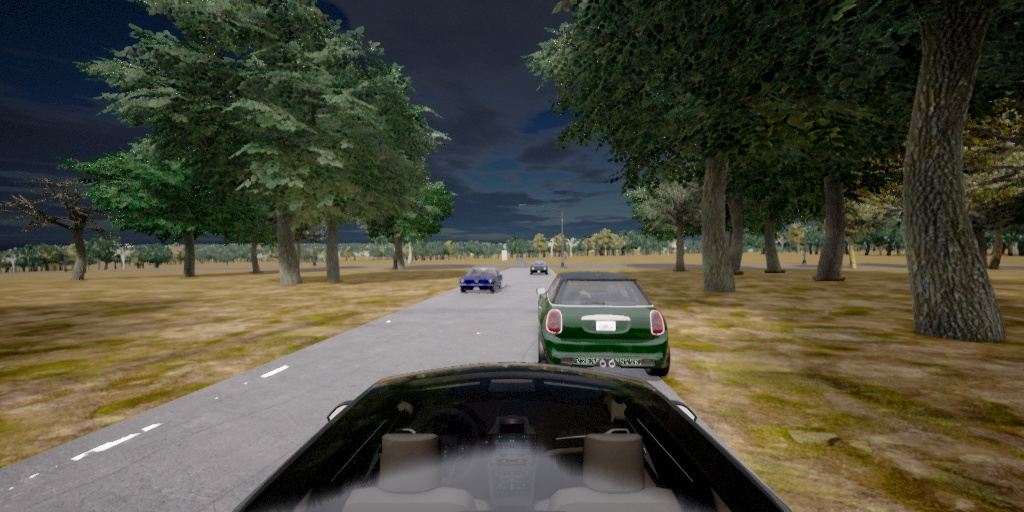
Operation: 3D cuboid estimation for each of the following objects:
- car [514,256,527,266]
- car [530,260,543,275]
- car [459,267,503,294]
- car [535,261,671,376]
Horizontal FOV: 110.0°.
[{"bbox_3d":[1.457,0.814,60.650,2.097,1.767,4.553,0,0,4],"label":"car"},{"bbox_3d":[2.967,1.355,39.346,1.895,1.301,4.718,0,0,5],"label":"car"},{"bbox_3d":[-1.633,1.326,20.190,1.895,1.301,4.718,0,0,4],"label":"car"},{"bbox_3d":[1.599,1.092,7.632,2.097,1.767,4.553,0,0,4],"label":"car"}]
